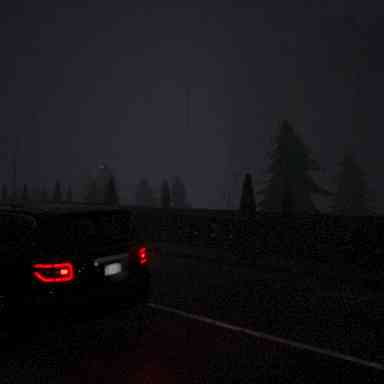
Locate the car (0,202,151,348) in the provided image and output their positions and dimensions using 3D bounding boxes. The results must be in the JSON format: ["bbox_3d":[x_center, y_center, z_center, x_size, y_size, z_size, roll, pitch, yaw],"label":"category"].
[{"bbox_3d":[-3.265,1.228,6.567,5.566,2.045,2.150,0,0,38],"label":"car"}]
